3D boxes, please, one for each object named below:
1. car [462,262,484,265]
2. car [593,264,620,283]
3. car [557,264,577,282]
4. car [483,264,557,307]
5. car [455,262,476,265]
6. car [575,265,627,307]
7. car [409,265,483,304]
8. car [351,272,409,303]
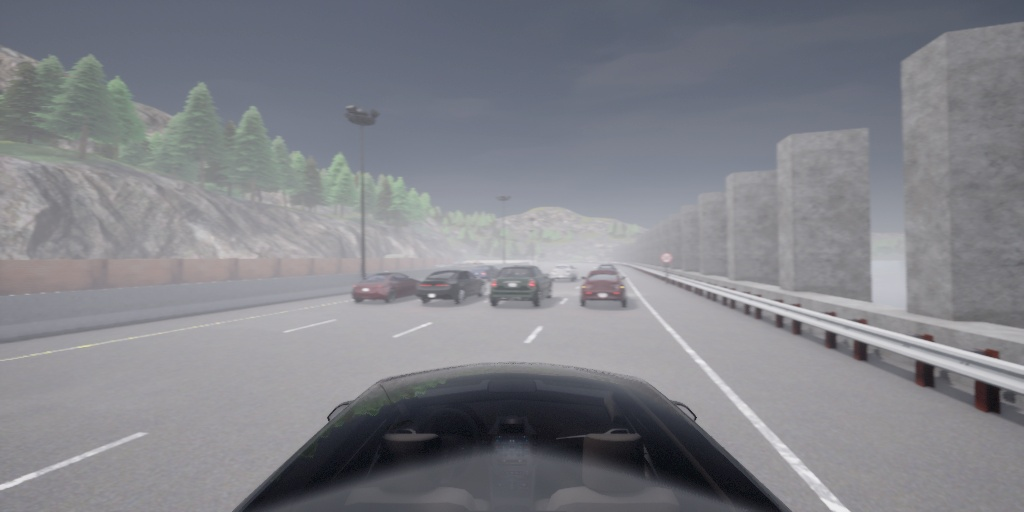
[{"bbox_3d":[-2.309,1.546,32.462,2.033,1.411,5.357,-1,0,15],"label":"car"},{"bbox_3d":[7.900,1.396,29.983,1.994,1.385,4.181,-1,0,16],"label":"car"},{"bbox_3d":[4.543,1.414,30.972,1.812,1.442,4.674,-1,0,16],"label":"car"},{"bbox_3d":[0.553,1.194,16.381,2.097,1.767,4.553,-1,-1,15],"label":"car"},{"bbox_3d":[-6.699,1.709,56.632,1.882,1.535,5.008,-1,0,15],"label":"car"},{"bbox_3d":[4.019,1.315,15.778,1.812,1.442,4.674,-1,0,15],"label":"car"},{"bbox_3d":[-2.768,1.408,17.494,1.837,1.490,4.892,-1,0,15],"label":"car"},{"bbox_3d":[-6.164,1.521,18.337,1.994,1.385,4.181,-1,0,15],"label":"car"}]
